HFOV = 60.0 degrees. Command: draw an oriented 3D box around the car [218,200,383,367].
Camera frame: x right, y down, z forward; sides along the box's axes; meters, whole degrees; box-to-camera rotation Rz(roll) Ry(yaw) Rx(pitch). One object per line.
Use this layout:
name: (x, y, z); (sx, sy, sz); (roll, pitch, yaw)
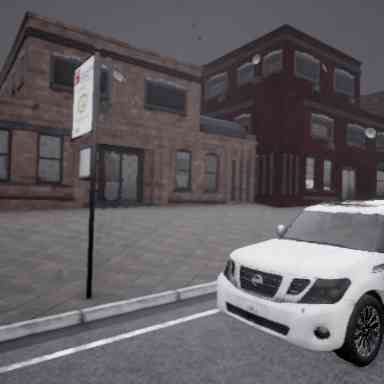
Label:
car: (3.060, 1.207, 6.128); (5.566, 2.045, 2.150); (0, 0, -36)
